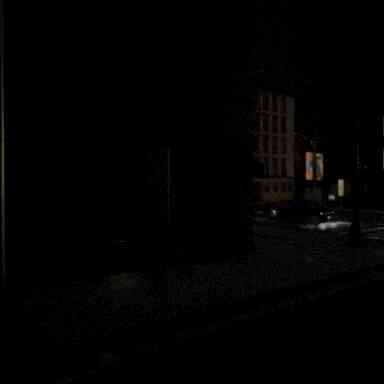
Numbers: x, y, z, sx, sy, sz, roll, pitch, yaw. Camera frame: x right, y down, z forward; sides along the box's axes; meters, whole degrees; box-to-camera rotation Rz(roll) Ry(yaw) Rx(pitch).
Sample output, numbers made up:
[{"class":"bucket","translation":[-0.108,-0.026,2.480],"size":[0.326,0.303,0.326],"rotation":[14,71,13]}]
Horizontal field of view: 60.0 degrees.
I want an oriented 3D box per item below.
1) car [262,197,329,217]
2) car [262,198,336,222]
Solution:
[{"class":"car","translation":[8.842,1.215,28.804],"size":[2.033,1.411,5.357],"rotation":[0,1,-37]},{"class":"car","translation":[7.622,1.270,24.388],"size":[2.033,1.411,5.357],"rotation":[0,1,-36]}]
